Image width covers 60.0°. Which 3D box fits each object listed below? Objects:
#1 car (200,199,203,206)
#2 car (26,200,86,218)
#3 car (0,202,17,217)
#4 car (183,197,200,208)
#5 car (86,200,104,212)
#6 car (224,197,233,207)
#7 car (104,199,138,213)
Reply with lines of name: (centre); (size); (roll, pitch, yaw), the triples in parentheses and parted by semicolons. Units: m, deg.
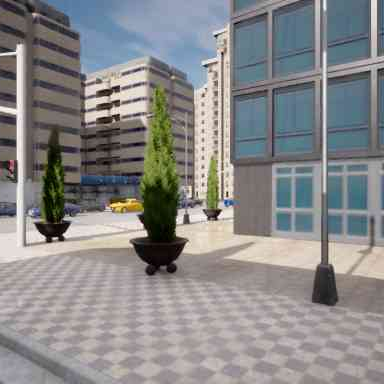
car: (0.031, 1.581, 53.783); (1.812, 1.442, 4.674); (0, 0, 36)
car: (-12.428, 1.581, 30.182); (1.812, 1.442, 4.674); (0, 0, 35)
car: (-17.084, 1.603, 29.700); (2.033, 1.411, 5.357); (0, 0, 35)
car: (-1.327, 1.581, 45.860); (1.812, 1.442, 4.674); (0, 0, 35)
car: (-11.748, 1.619, 37.230); (1.994, 1.385, 4.181); (0, 0, 35)
car: (6.740, 1.533, 50.885); (1.882, 1.535, 5.008); (0, 0, 35)
car: (-7.105, 1.533, 37.731); (1.882, 1.535, 5.008); (0, 0, 35)
